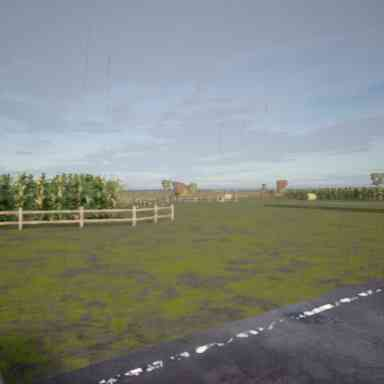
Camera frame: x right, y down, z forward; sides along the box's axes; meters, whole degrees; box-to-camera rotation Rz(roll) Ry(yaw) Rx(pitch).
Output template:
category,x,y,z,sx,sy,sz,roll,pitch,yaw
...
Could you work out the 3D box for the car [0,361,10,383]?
category,x,y,z,sx,sy,sz,roll,pitch,yaw
car,-3.256,1.548,0.737,5.357,1.411,2.033,0,0,-36
